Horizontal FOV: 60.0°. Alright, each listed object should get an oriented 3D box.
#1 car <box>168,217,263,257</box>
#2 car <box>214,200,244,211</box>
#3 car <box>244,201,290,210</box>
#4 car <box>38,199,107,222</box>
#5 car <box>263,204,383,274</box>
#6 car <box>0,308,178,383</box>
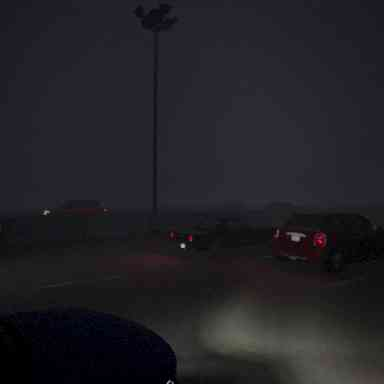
[{"bbox_3d":[1.537,1.639,13.018,4.718,1.301,1.895,0,0,-33],"label":"car"},{"bbox_3d":[4.693,1.683,40.088,4.181,1.385,1.994,0,0,-32],"label":"car"},{"bbox_3d":[7.388,1.590,29.386,5.008,1.535,1.882,0,0,-32],"label":"car"},{"bbox_3d":[-8.397,1.350,23.519,4.553,1.767,2.097,0,0,-33],"label":"car"},{"bbox_3d":[4.841,1.406,10.955,4.553,1.767,2.097,0,0,-33],"label":"car"},{"bbox_3d":[-2.380,1.465,1.961,5.008,1.535,1.882,0,0,-36],"label":"car"}]
